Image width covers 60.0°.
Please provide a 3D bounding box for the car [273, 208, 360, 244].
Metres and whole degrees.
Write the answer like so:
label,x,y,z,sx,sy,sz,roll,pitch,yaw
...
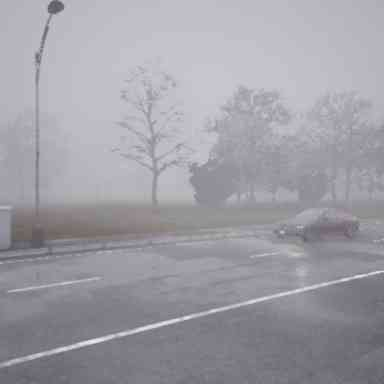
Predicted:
label,x,y,z,sx,sy,sz,roll,pitch,yaw
car,6.015,1.510,15.864,4.674,1.442,1.812,0,0,-30
